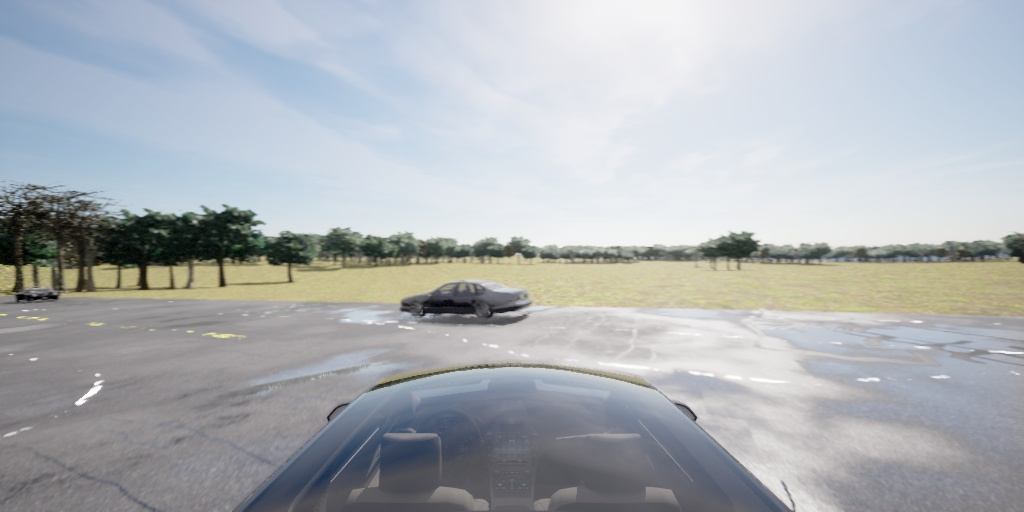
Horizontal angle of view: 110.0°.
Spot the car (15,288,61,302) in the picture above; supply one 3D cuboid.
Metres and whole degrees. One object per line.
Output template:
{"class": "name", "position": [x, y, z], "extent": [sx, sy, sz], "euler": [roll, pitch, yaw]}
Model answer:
{"class": "car", "position": [-45.839, 3.742, 34.586], "extent": [4.718, 1.301, 1.895], "euler": [-3, -1, 25]}

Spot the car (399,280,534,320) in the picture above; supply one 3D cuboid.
{"class": "car", "position": [-1.874, 1.675, 14.222], "extent": [5.357, 1.411, 2.033], "euler": [-3, -1, 25]}
